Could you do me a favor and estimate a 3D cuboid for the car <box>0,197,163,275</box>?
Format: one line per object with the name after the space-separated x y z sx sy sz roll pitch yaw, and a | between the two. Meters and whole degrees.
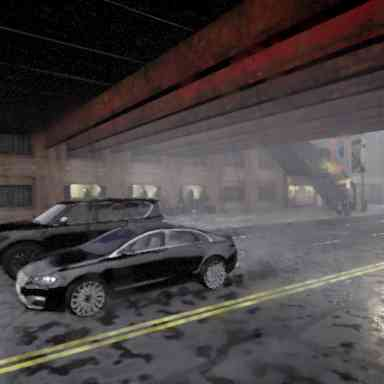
-3.359 1.205 10.167 5.566 2.045 2.150 0 0 -35 | car

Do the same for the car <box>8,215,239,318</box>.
-1.144 1.475 7.447 4.902 1.511 2.128 0 0 -35 | car
